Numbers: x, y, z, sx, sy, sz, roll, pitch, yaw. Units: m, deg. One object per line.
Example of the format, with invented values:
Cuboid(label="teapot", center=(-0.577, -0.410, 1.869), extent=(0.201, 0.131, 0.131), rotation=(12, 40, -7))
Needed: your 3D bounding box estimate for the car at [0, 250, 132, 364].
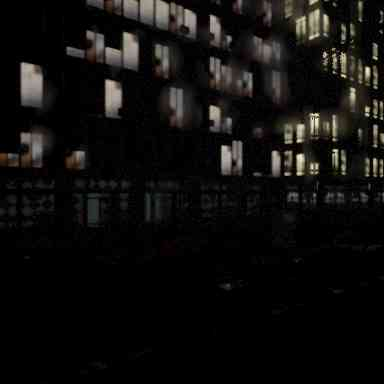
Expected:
Cuboid(label="car", center=(-2.937, 1.563, 4.465), extent=(4.313, 1.339, 1.947), rotation=(0, 0, -35))

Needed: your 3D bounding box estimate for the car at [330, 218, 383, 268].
Cuboid(label="car", center=(6.350, 1.539, 11.046), extent=(4.206, 1.307, 1.802), rotation=(0, 0, -35))
